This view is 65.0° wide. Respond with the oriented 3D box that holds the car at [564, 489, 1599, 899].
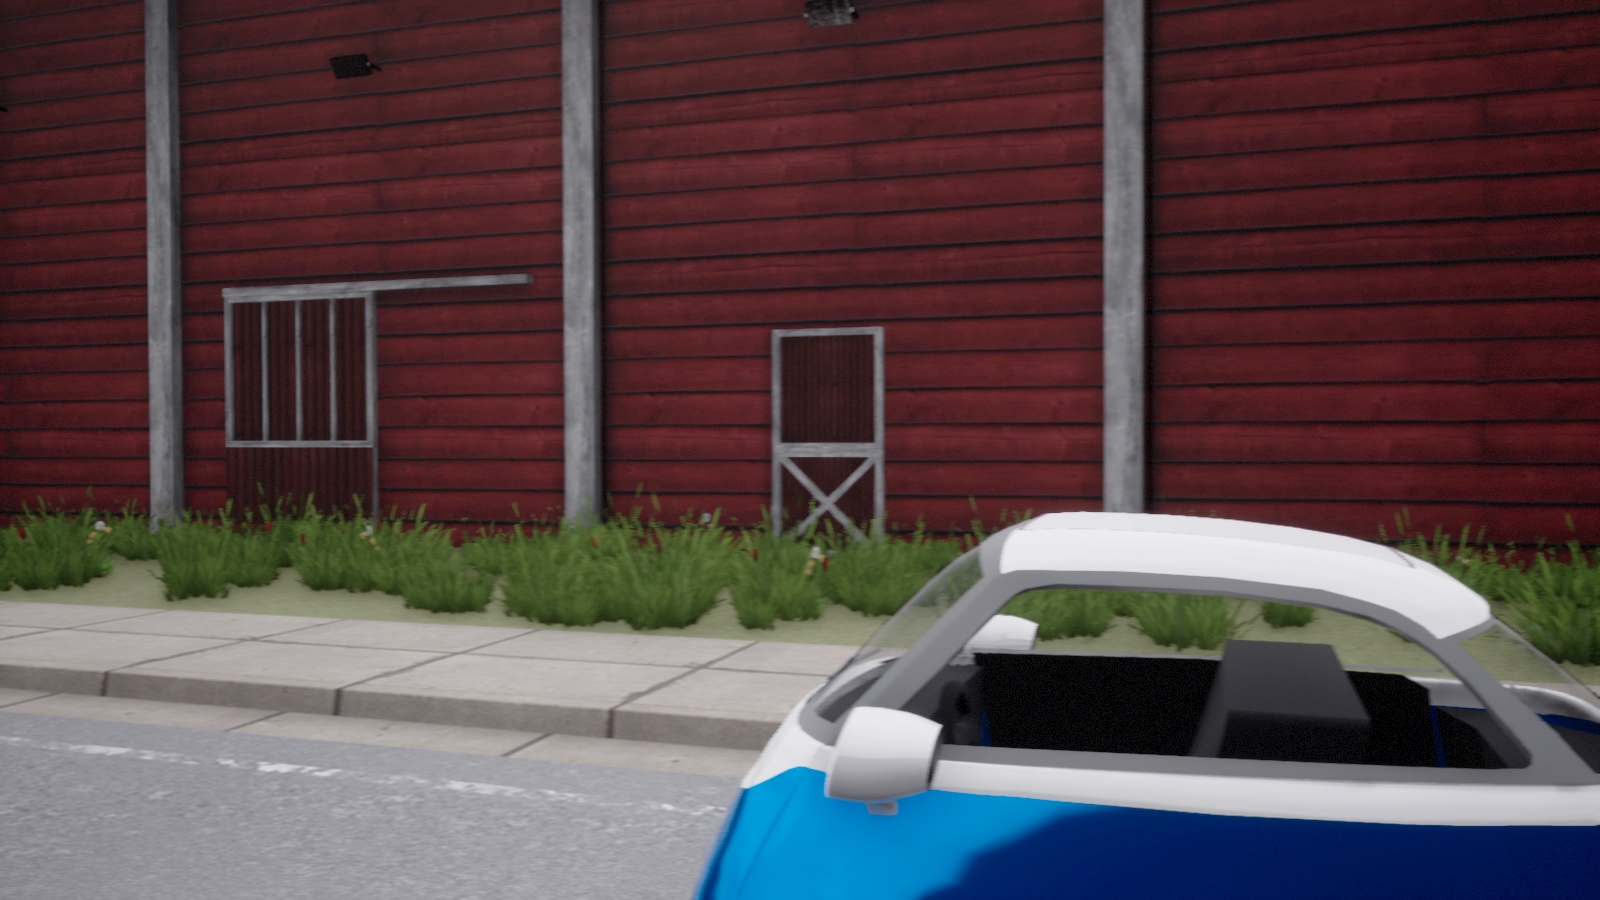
[{"bbox_3d":[0.798,0.838,2.926,2.207,1.376,1.481,1,1,19],"label":"car"}]
